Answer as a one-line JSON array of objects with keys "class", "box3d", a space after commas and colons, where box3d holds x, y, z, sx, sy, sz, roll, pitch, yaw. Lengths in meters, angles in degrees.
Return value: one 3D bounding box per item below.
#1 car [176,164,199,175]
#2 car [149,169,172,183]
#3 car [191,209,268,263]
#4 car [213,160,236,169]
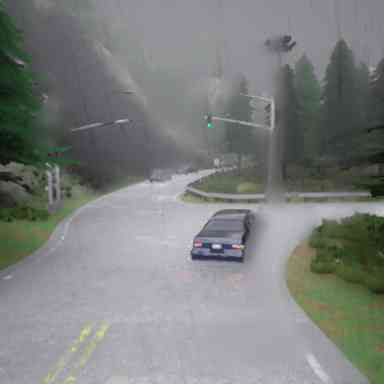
[{"class": "car", "box3d": [-0.693, -3.525, 51.589, 2.128, 1.511, 4.902, 3, 9, 32]}, {"class": "car", "box3d": [-4.022, -2.112, 42.719, 1.837, 1.490, 4.892, 1, 9, 14]}, {"class": "car", "box3d": [1.556, 1.335, 12.115, 2.033, 1.411, 5.357, -1, 7, 19]}, {"class": "car", "box3d": [5.891, -4.902, 59.563, 4.892, 1.490, 1.837, -10, 10, -41]}]
